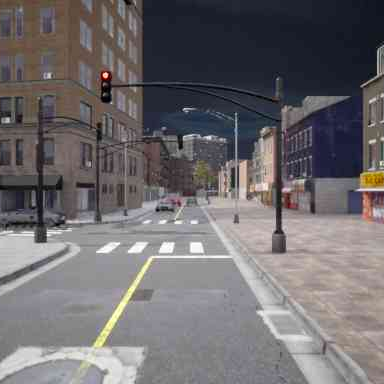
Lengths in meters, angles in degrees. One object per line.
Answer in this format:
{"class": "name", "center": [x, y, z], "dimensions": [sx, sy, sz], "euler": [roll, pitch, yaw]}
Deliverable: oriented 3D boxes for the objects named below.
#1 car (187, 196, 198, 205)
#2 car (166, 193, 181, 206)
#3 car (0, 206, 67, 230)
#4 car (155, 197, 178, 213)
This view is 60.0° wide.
{"class": "car", "center": [0.026, 1.511, 59.308], "dimensions": [2.128, 1.511, 4.902], "euler": [0, 0, 0]}
{"class": "car", "center": [-2.907, 1.239, 53.686], "dimensions": [2.150, 2.045, 5.566], "euler": [0, 0, 0]}
{"class": "car", "center": [-10.062, 1.605, 20.832], "dimensions": [4.181, 1.385, 1.994], "euler": [0, 0, -1]}
{"class": "car", "center": [-2.894, 1.571, 36.835], "dimensions": [1.994, 1.385, 4.181], "euler": [0, 0, 0]}
